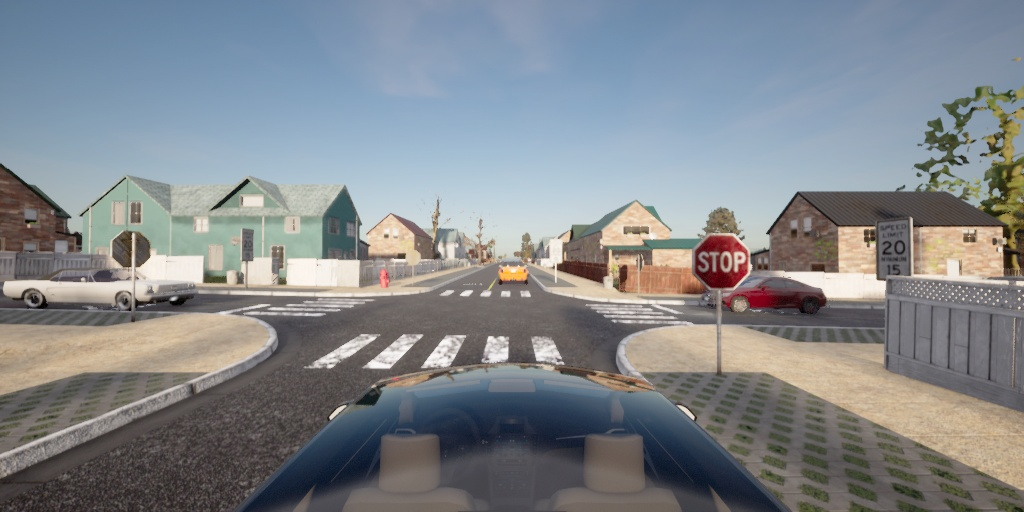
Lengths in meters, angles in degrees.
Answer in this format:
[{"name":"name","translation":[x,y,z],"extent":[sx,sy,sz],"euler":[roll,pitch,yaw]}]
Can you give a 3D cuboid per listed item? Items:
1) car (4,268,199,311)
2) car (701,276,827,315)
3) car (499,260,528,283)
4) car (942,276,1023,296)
[{"name":"car","translation":[-13.404,1.058,11.943],"extent":[4.718,1.301,1.895],"euler":[1,-1,1]},{"name":"car","translation":[10.361,1.562,14.868],"extent":[4.674,1.442,1.812],"euler":[1,-1,-2]},{"name":"car","translation":[0.091,1.119,27.727],"extent":[2.097,1.767,4.553],"euler":[0,0,0]},{"name":"car","translation":[20.918,1.629,14.924],"extent":[4.553,1.767,2.097],"euler":[1,-1,0]}]
